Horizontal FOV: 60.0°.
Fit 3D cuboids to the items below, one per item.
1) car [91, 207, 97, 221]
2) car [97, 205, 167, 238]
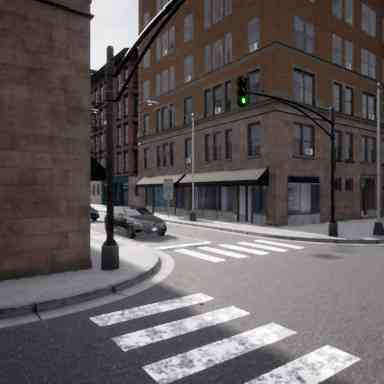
[{"bbox_3d":[-8.738,1.398,25.186,2.033,1.411,5.357,0,0,-36],"label":"car"},{"bbox_3d":[-3.081,1.436,17.262,1.812,1.442,4.674,0,0,-35],"label":"car"}]
